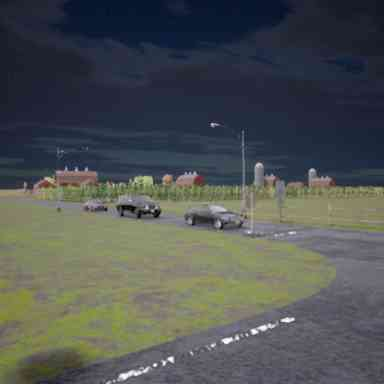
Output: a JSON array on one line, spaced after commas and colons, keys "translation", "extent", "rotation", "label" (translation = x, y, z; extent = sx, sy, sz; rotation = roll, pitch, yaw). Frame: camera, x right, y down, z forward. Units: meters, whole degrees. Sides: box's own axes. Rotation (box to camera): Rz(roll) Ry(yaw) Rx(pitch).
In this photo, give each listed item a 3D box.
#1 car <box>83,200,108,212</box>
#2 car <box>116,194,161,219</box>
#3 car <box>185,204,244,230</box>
[{"translation": [-11.479, 1.612, 39.418], "extent": [1.994, 1.385, 4.181], "rotation": [-1, 0, -35], "label": "car"}, {"translation": [-4.958, 1.252, 30.256], "extent": [2.150, 2.045, 5.566], "rotation": [-1, 0, -36], "label": "car"}, {"translation": [1.324, 1.540, 21.805], "extent": [1.812, 1.442, 4.674], "rotation": [-1, 0, -37], "label": "car"}]
